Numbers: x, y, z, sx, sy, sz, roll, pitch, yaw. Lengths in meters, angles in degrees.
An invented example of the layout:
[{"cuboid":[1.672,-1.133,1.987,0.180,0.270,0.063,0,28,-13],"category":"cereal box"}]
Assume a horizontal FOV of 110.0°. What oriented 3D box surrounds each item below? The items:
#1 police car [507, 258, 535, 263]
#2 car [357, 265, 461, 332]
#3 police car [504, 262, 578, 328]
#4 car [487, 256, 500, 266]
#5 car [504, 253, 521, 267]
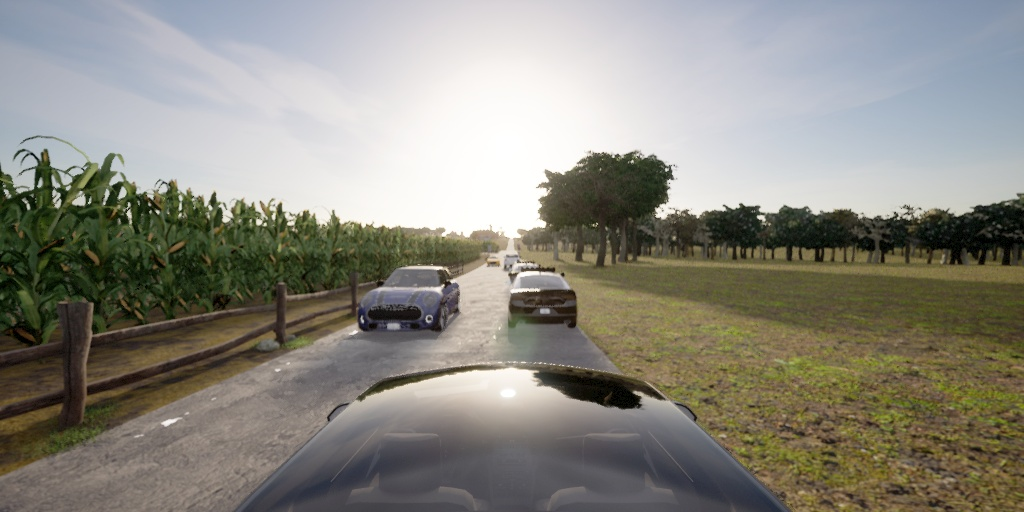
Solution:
[{"cuboid":[0.830,1.121,21.546,1.930,1.638,5.238,0,0,0],"category":"police car"},{"cuboid":[-2.848,1.097,10.871,2.097,1.767,4.553,0,0,0],"category":"car"},{"cuboid":[0.827,1.169,11.545,1.930,1.638,5.238,0,0,0],"category":"police car"},{"cuboid":[-2.823,0.736,54.924,1.882,1.535,5.008,0,1,0],"category":"car"},{"cuboid":[0.035,0.609,48.744,2.150,2.045,5.566,0,1,1],"category":"car"}]
